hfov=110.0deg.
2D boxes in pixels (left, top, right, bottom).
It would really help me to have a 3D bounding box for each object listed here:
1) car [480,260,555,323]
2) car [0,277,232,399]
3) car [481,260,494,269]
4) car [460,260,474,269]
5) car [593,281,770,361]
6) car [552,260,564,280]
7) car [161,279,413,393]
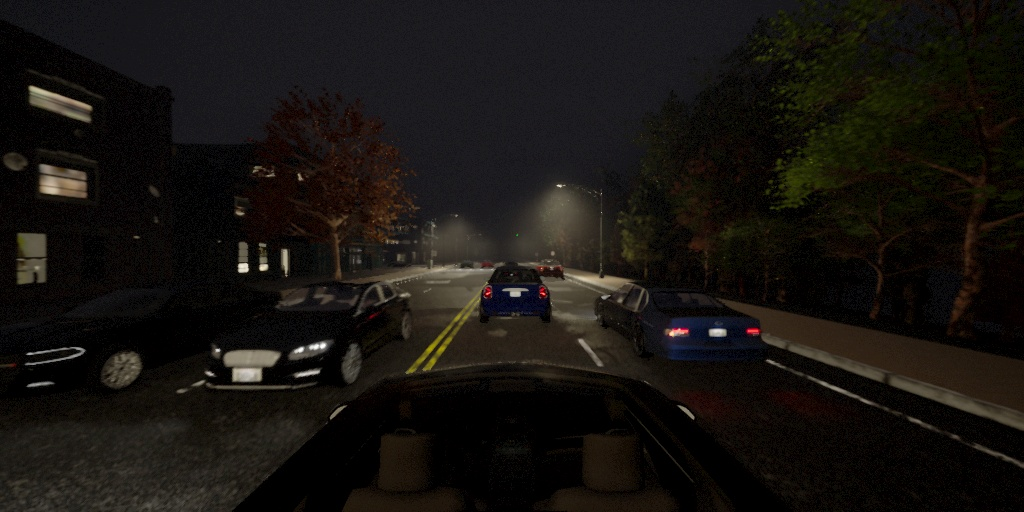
[{"bbox_3d":[0.098,1.100,12.314,2.097,1.767,4.553,0,0,0],"label":"car"},{"bbox_3d":[-6.602,1.227,6.836,1.882,1.535,5.008,0,0,0],"label":"car"},{"bbox_3d":[-3.860,1.346,57.067,1.895,1.301,4.718,0,0,-1],"label":"car"},{"bbox_3d":[-7.110,1.347,57.014,1.895,1.301,4.718,0,0,-1],"label":"car"},{"bbox_3d":[3.347,1.296,8.345,2.033,1.411,5.357,0,0,0],"label":"car"},{"bbox_3d":[3.178,1.098,31.086,2.097,1.767,4.553,0,0,-1],"label":"car"},{"bbox_3d":[-3.353,1.241,6.992,2.128,1.511,4.902,0,0,0],"label":"car"}]
